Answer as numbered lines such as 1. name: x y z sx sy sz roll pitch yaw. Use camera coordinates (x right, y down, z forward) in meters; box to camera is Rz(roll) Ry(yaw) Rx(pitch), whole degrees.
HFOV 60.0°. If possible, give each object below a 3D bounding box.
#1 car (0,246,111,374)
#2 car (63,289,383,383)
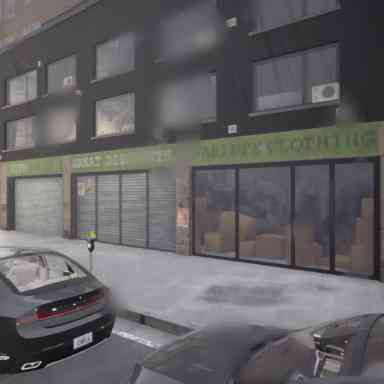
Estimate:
1. car: -3.090 1.551 5.272 4.403 1.369 2.008 0 0 35
2. car: 1.417 1.551 2.077 4.403 1.369 2.008 0 0 35
